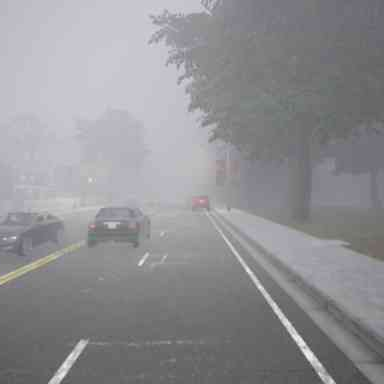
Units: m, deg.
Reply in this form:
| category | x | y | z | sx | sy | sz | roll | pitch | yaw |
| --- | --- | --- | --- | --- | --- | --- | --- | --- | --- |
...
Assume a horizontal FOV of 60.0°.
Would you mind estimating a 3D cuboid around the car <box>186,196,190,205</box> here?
| category | x | y | z | sx | sy | sz | roll | pitch | yaw |
| --- | --- | --- | --- | --- | --- | --- | --- | --- | --- |
| car | 0.007 | 1.523 | 61.012 | 2.097 | 1.767 | 4.553 | 0 | 0 | 0 |

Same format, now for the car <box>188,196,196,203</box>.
| category | x | y | z | sx | sy | sz | roll | pitch | yaw |
| --- | --- | --- | --- | --- | --- | --- | --- | --- | --- |
| car | 0.009 | 1.633 | 76.560 | 1.837 | 1.490 | 4.892 | 0 | 0 | 0 |

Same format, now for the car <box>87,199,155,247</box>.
| category | x | y | z | sx | sy | sz | roll | pitch | yaw |
| --- | --- | --- | --- | --- | --- | --- | --- | --- | --- |
| car | -3.146 | 1.377 | 15.209 | 2.097 | 1.767 | 4.553 | 0 | 0 | 0 |

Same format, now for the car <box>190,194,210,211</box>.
| category | x | y | z | sx | sy | sz | roll | pitch | yaw |
| --- | --- | --- | --- | --- | --- | --- | --- | --- | --- |
| car | 1.142 | 1.317 | 41.924 | 2.150 | 2.045 | 5.566 | 0 | 0 | 0 |

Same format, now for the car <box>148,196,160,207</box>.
| category | x | y | z | sx | sy | sz | roll | pitch | yaw |
| --- | --- | --- | --- | --- | --- | --- | --- | --- | --- |
| car | -6.541 | 1.500 | 55.512 | 2.097 | 1.767 | 4.553 | 0 | 0 | 1 |

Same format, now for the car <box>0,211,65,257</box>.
| category | x | y | z | sx | sy | sz | roll | pitch | yaw |
| --- | --- | --- | --- | --- | --- | --- | --- | --- | --- |
| car | -6.596 | 1.513 | 13.039 | 2.128 | 1.511 | 4.902 | 0 | 0 | 0 |
